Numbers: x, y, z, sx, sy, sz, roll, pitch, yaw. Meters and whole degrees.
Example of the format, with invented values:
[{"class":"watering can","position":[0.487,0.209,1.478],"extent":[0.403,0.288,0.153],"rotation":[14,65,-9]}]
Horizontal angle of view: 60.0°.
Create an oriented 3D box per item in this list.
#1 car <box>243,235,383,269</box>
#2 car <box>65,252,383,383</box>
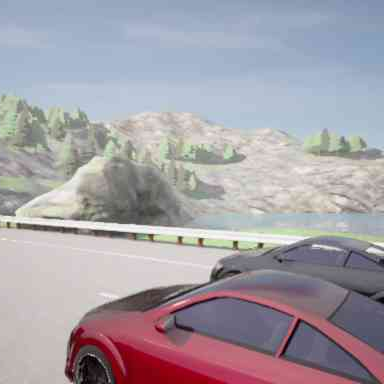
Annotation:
[{"class":"car","position":[2.422,1.551,6.429],"extent":[4.181,1.385,1.994],"rotation":[0,0,35]},{"class":"car","position":[0.591,1.558,3.443],"extent":[4.181,1.385,1.994],"rotation":[0,0,35]}]
